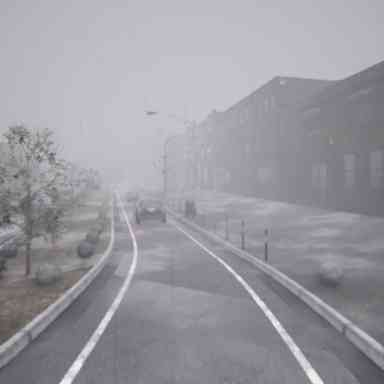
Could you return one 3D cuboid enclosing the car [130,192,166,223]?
[{"bbox_3d":[-3.237,1.182,24.688,2.097,1.767,4.553,0,3,-13],"label":"car"}]

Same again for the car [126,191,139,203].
[{"bbox_3d":[-7.291,0.530,41.747,2.033,1.411,5.357,0,3,-14],"label":"car"}]
